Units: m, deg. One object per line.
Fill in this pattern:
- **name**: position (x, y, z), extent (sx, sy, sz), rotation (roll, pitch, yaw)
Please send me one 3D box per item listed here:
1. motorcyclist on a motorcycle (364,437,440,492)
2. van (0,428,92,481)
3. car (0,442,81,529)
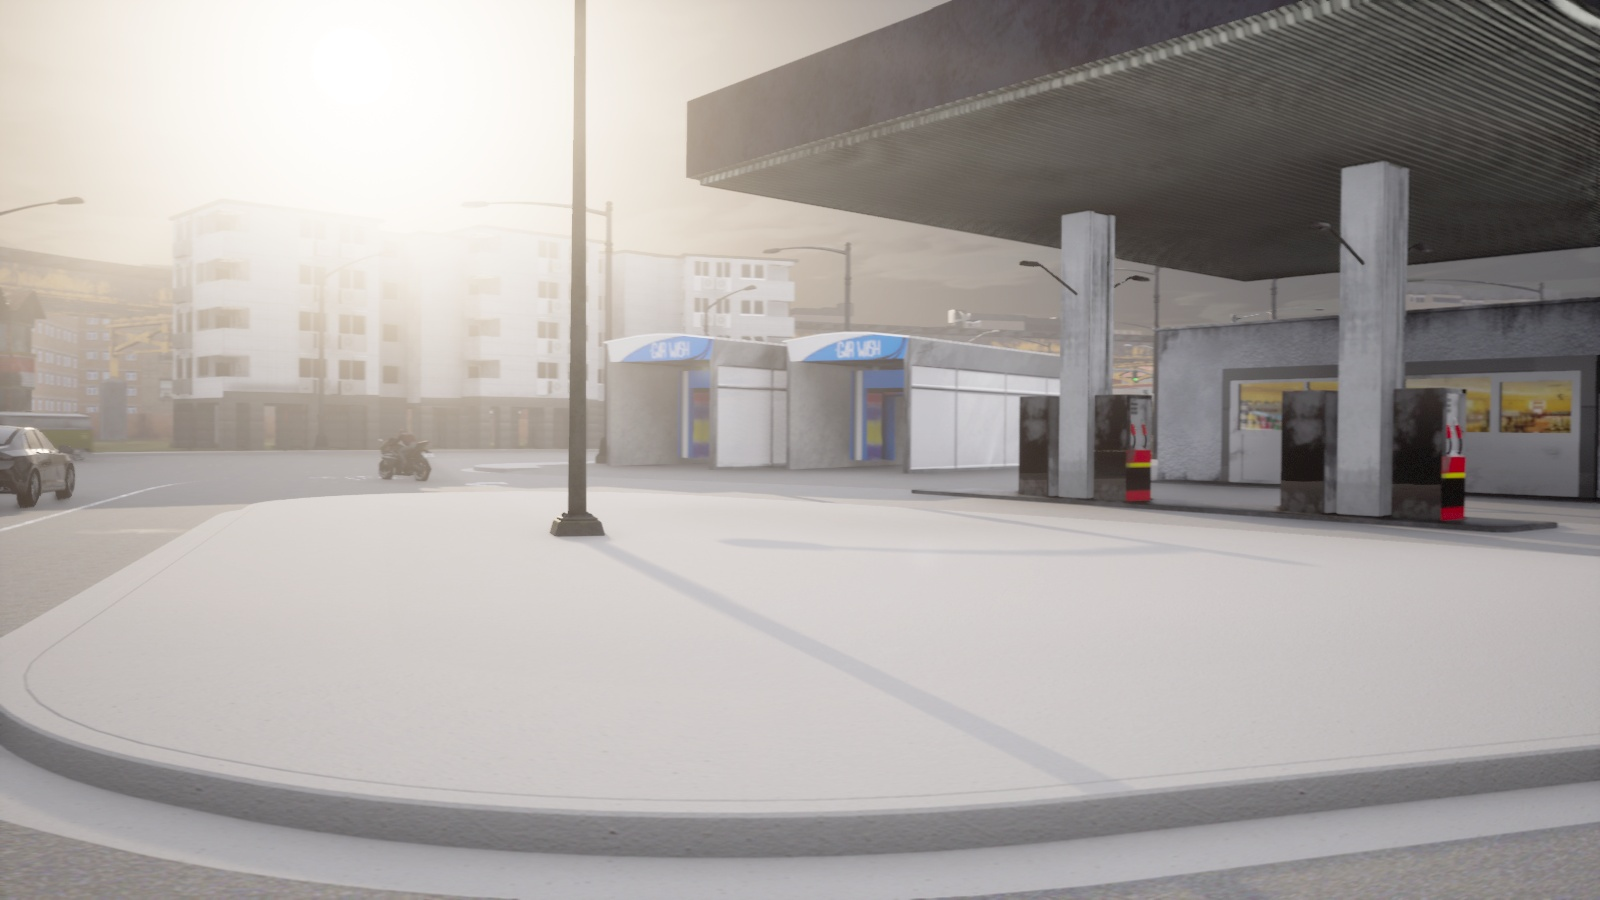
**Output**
- **motorcyclist on a motorcycle**: position (-11.430, 0.406, 36.035), extent (2.191, 1.530, 0.866), rotation (0, 1, 34)
- **van**: position (-30.754, 0.146, 50.026), extent (1.775, 1.987, 4.442), rotation (-1, 1, 17)
- **car**: position (-15.370, 0.614, 24.076), extent (1.837, 1.490, 4.892), rotation (-1, 1, -19)
